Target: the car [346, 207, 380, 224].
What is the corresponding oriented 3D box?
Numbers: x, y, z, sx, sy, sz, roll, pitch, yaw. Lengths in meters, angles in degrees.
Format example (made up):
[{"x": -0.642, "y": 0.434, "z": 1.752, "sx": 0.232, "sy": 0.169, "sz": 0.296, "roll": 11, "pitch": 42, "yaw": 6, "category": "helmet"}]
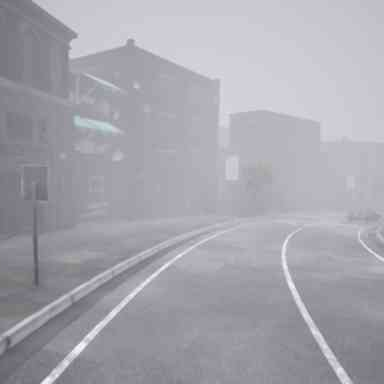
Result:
[{"x": 16.650, "y": 2.205, "z": 32.234, "sx": 2.033, "sy": 1.411, "sz": 5.357, "roll": 5, "pitch": 2, "yaw": 42, "category": "car"}]
